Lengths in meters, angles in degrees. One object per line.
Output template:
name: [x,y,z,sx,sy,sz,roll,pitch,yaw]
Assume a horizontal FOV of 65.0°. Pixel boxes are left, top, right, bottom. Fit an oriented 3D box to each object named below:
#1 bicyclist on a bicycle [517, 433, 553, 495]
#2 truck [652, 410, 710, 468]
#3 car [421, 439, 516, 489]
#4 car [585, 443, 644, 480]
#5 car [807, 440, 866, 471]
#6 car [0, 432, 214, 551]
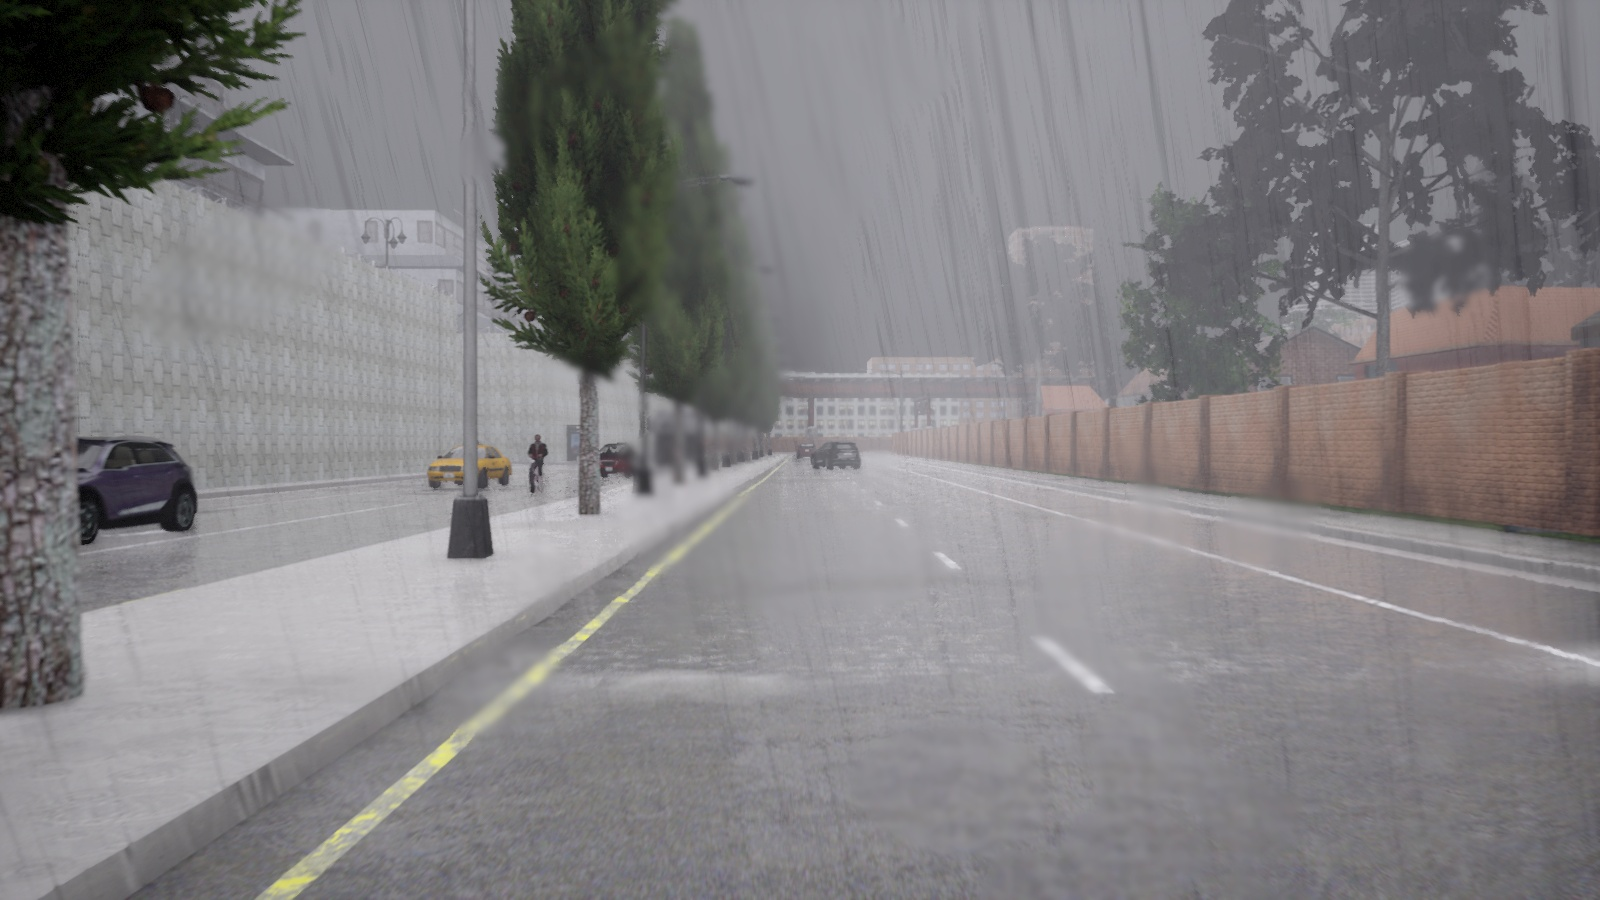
bicyclist on a bicycle: [-7.776,0.403,36.857,0.659,1.776,1.843,0,0,0]
truck: [-7.529,-0.699,80.085,2.891,3.462,7.936,0,0,0]
car: [-11.241,0.434,42.968,1.801,1.575,5.366,0,0,0]
car: [-7.687,0.458,52.459,1.816,1.474,4.193,0,0,0]
car: [2.006,0.281,70.440,2.033,1.649,4.856,0,0,-15]
car: [-11.376,0.556,19.746,2.033,1.649,4.856,0,0,0]
